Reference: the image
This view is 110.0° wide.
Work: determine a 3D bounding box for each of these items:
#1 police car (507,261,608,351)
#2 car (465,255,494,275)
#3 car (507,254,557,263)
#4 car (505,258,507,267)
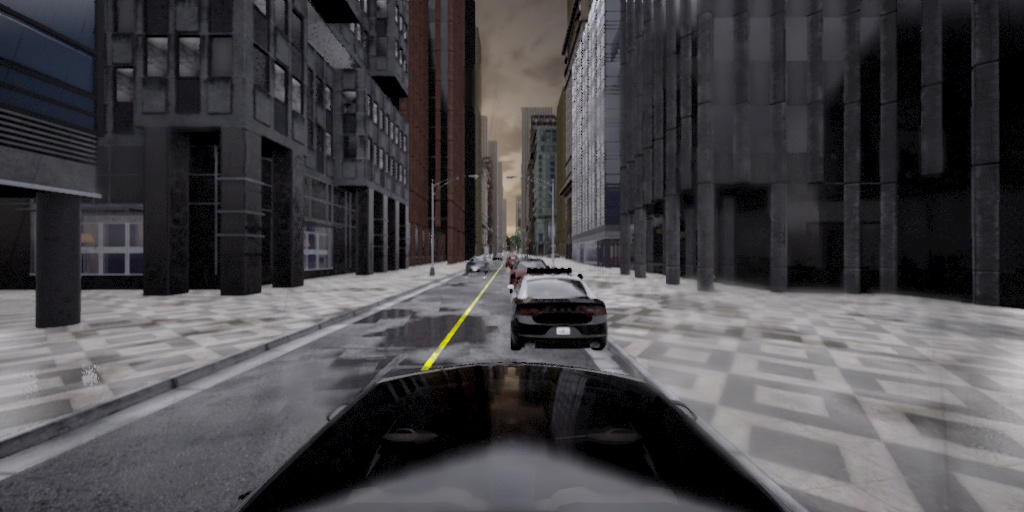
[{"bbox_3d":[0.908,1.088,8.905,1.930,1.638,5.238,0,1,0],"label":"police car"},{"bbox_3d":[-3.063,0.859,32.219,2.128,1.511,4.902,0,1,0],"label":"car"},{"bbox_3d":[0.919,0.890,18.764,2.097,1.767,4.553,0,1,0],"label":"car"},{"bbox_3d":[0.115,0.694,48.102,1.812,1.442,4.674,0,1,1],"label":"car"}]
